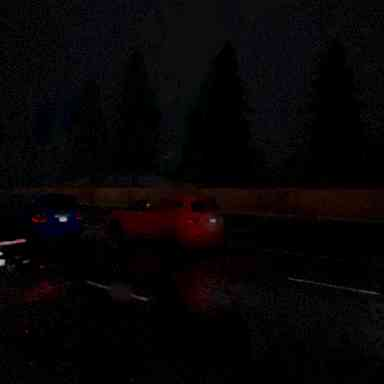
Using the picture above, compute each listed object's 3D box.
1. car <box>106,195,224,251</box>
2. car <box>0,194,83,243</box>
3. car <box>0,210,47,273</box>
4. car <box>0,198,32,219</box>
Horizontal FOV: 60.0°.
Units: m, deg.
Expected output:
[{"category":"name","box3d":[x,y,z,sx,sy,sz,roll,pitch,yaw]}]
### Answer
[{"category":"car","box3d":[-1.281,1.145,14.042,5.566,2.045,2.150,1,0,40]},{"category":"car","box3d":[-6.827,1.088,14.195,5.566,2.045,2.150,1,0,41]},{"category":"car","box3d":[-6.295,1.387,9.149,4.902,1.511,2.128,1,0,40]},{"category":"car","box3d":[-14.865,1.272,26.905,2.033,1.411,5.357,0,0,-43]}]
